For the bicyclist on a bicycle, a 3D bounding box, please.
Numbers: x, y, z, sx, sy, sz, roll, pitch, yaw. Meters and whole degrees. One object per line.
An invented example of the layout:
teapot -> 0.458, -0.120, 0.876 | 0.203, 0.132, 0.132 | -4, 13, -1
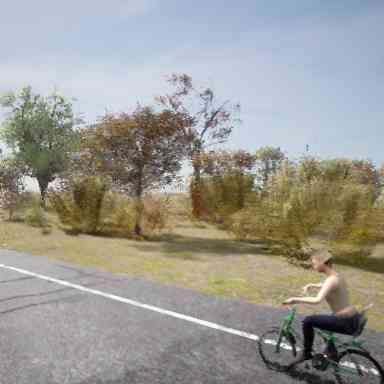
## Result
bicyclist on a bicycle -> 1.478, 1.496, 3.997 | 1.509, 1.612, 0.866 | 0, -1, 37
